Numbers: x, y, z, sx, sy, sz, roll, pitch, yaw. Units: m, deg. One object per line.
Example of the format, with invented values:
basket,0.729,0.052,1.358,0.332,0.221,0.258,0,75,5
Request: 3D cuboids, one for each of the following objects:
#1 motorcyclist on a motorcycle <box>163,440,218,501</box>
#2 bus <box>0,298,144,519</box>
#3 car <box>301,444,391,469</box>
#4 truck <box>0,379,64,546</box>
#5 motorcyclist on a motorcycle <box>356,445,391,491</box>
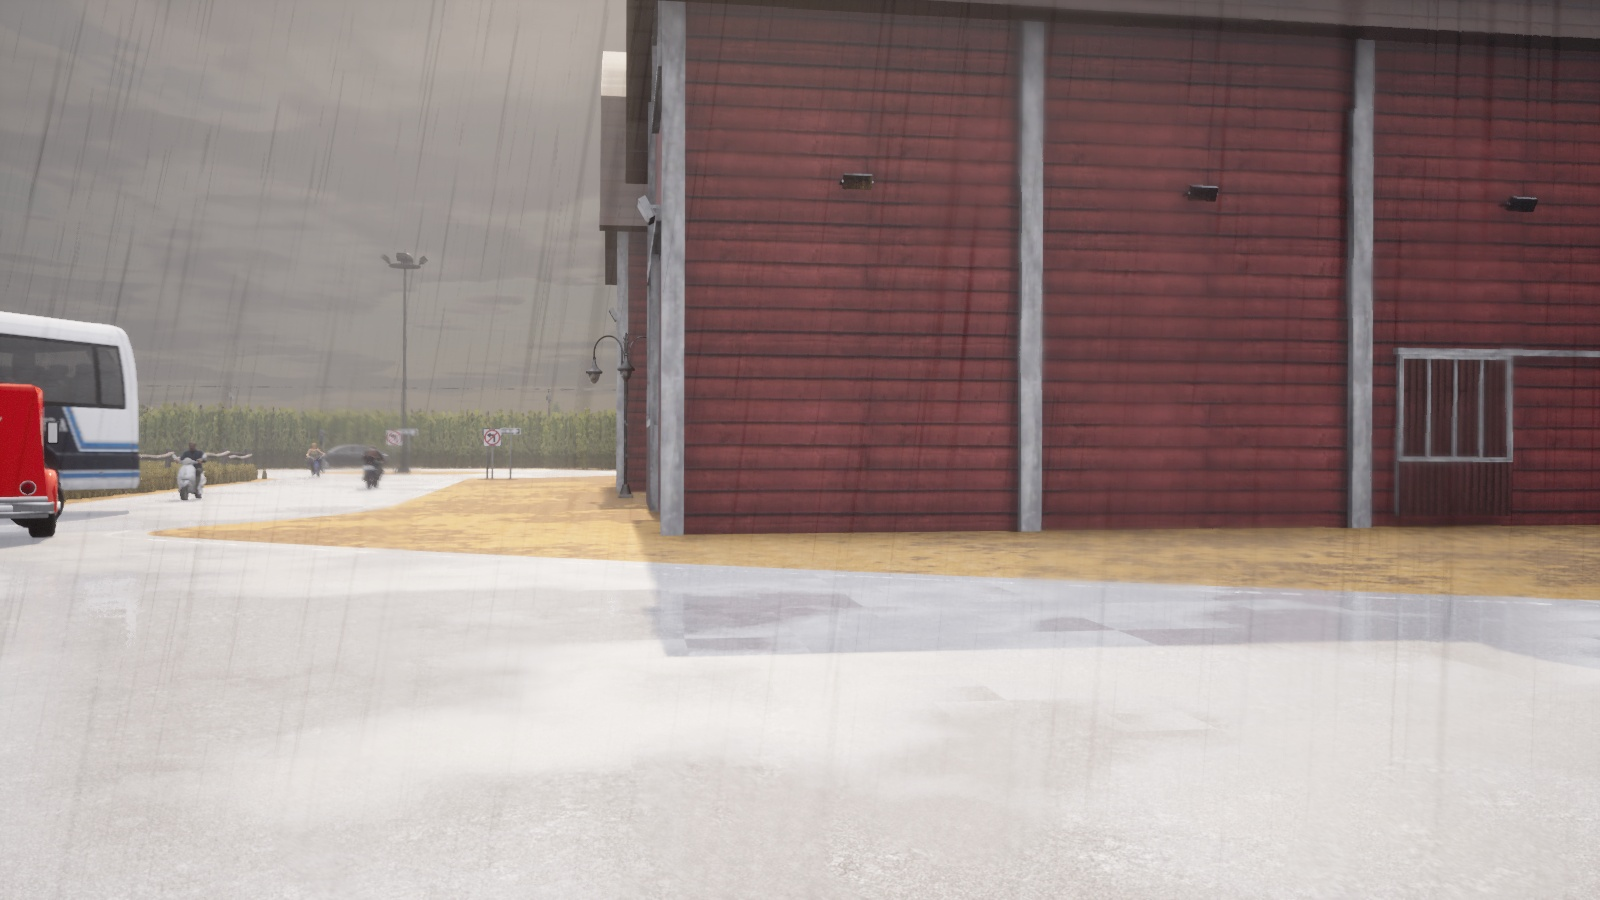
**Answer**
motorcyclist on a motorcycle,-16.413,0.536,33.860,0.866,1.590,1.817,0,0,-11
bus,-17.705,-0.780,23.178,3.944,4.253,10.273,-1,-1,16
car,-27.666,0.425,76.547,4.892,1.490,1.837,0,0,-30
truck,-13.590,0.139,20.529,2.627,2.467,5.204,0,1,-30
motorcyclist on a motorcycle,-14.676,0.605,43.281,0.866,1.530,2.191,0,0,-11
